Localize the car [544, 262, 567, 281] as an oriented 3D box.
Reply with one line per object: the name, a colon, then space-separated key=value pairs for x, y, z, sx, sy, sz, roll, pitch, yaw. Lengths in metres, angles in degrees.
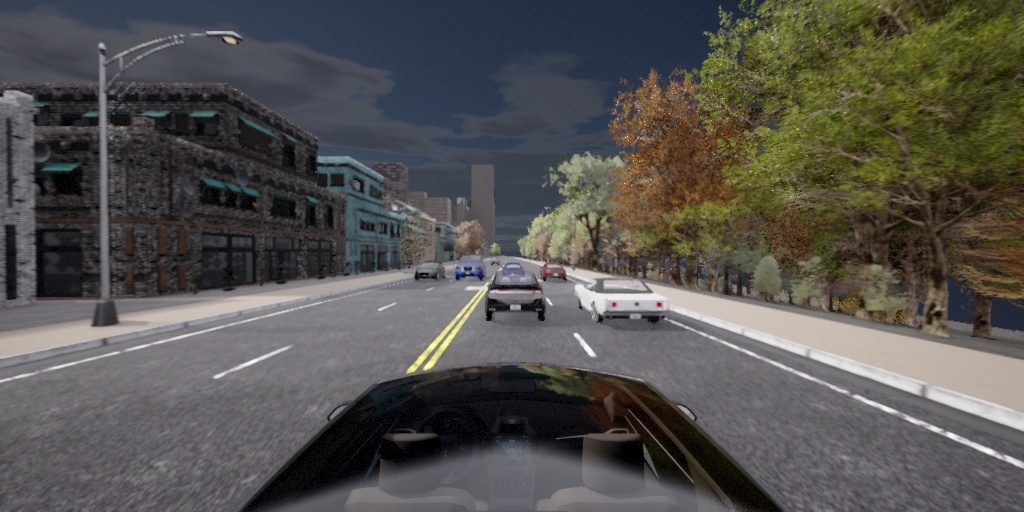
car: x=3.343 y=1.248 z=29.652 sx=1.812 sy=1.442 sz=4.674 roll=0 pitch=0 yaw=0

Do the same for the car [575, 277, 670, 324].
car: x=3.348 y=1.341 z=11.928 sx=1.895 sy=1.301 sz=4.718 roll=0 pitch=0 yaw=0

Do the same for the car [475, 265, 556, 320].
car: x=0.098 y=1.231 z=12.536 sx=2.128 sy=1.511 sz=4.902 roll=0 pitch=0 yaw=0

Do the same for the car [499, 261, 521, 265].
car: x=0.093 y=1.248 z=29.661 sx=1.812 sy=1.442 sz=4.674 roll=0 pitch=0 yaw=0

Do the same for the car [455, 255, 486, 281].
car: x=-3.355 y=0.944 z=29.960 sx=2.150 sy=2.045 sz=5.566 roll=0 pitch=0 yaw=0

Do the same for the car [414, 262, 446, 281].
car: x=-6.603 y=1.227 z=29.370 sx=1.837 sy=1.490 sz=4.892 roll=0 pitch=0 yaw=0
